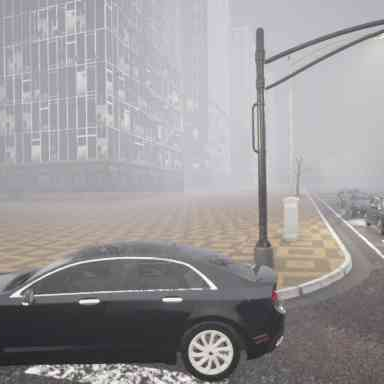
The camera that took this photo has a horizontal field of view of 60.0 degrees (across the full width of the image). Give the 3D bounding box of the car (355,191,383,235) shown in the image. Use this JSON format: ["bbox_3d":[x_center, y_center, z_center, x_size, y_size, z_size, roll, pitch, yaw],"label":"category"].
[{"bbox_3d":[8.846,0.928,14.510,2.128,1.511,4.902,-1,2,18],"label":"car"}]

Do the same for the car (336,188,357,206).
[{"bbox_3d":[12.799,0.454,26.897,2.128,1.511,4.902,-1,2,18],"label":"car"}]

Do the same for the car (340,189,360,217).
[{"bbox_3d":[10.849,0.759,20.819,1.994,1.385,4.181,-1,2,17],"label":"car"}]

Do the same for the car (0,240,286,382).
[{"bbox_3d":[-1.173,1.505,4.800,4.892,1.490,1.837,0,0,0],"label":"car"}]
